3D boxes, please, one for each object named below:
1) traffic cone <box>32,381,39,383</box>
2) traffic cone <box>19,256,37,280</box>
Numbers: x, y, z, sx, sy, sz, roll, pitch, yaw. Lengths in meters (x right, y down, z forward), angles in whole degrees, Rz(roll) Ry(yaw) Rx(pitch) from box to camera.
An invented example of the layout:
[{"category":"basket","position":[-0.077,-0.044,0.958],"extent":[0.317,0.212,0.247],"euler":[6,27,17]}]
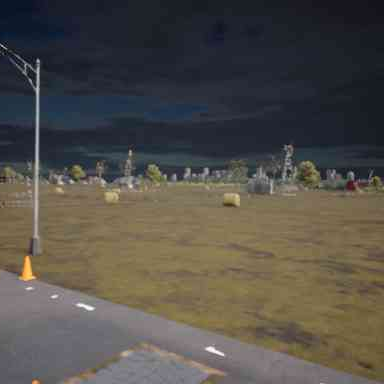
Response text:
[{"category":"traffic cone","position":[-1.395,1.982,2.956],"extent":[0.340,0.580,0.340],"euler":[0,-1,37]},{"category":"traffic cone","position":[-4.416,2.025,8.944],"extent":[0.340,0.580,0.340],"euler":[0,-1,37]}]
